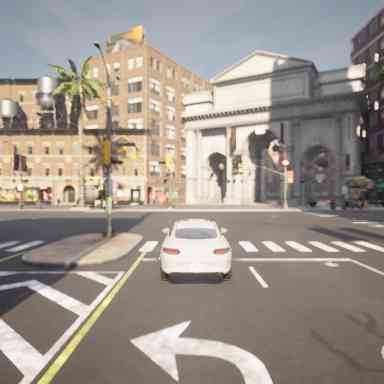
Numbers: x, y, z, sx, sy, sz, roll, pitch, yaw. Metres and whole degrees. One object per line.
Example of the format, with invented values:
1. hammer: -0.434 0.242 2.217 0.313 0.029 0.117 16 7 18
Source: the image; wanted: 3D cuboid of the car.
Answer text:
1. car: 0.093 1.525 9.869 1.812 1.442 4.674 0 0 0
